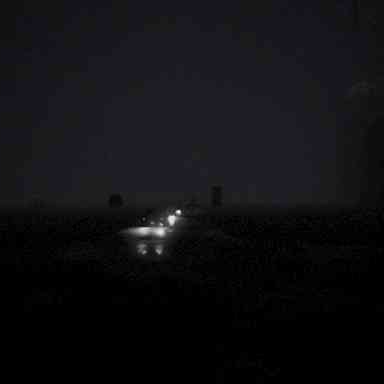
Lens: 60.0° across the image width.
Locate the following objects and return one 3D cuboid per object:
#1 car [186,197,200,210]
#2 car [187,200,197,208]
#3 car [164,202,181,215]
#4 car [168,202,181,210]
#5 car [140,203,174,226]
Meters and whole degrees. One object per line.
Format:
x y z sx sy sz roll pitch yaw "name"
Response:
0.095 1.927 56.935 2.150 2.045 5.566 0 -1 0 "car"
-0.003 2.388 67.236 2.033 1.411 5.357 0 -1 0 "car"
-2.844 1.982 40.120 2.128 1.511 4.902 0 -1 0 "car"
-2.812 2.276 54.627 1.895 1.301 4.718 0 -1 0 "car"
-2.847 1.868 26.613 2.033 1.411 5.357 0 -1 0 "car"
